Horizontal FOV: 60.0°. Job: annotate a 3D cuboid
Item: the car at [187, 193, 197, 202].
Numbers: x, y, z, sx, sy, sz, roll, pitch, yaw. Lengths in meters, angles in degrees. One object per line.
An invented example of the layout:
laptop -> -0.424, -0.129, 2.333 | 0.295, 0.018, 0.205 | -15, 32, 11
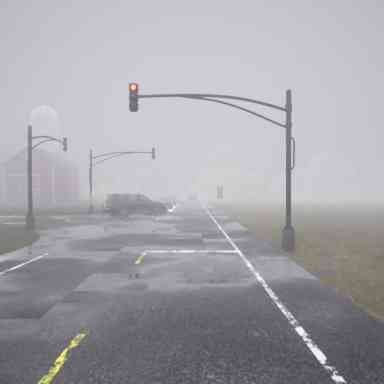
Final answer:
car -> 0.067, 1.134, 74.720 | 2.150, 2.045, 5.566 | 0, 0, 0

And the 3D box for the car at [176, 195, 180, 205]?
car -> -3.546, 1.515, 55.006 | 1.994, 1.385, 4.181 | 0, 0, 0

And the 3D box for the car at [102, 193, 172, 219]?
car -> -4.865, 1.159, 28.441 | 5.566, 2.045, 2.150 | 0, 1, -37

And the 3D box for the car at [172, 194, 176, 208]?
car -> -3.561, 1.443, 45.112 | 1.882, 1.535, 5.008 | 0, 0, 0

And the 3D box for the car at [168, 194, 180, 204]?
car -> -3.486, 1.286, 65.031 | 2.097, 1.767, 4.553 | 0, 0, 1
